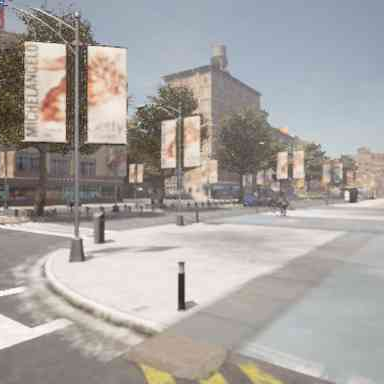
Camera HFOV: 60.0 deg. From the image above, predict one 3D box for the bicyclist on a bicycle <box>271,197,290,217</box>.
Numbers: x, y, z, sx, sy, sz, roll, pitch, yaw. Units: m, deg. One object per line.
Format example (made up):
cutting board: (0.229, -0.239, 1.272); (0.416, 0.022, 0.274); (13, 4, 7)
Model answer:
bicyclist on a bicycle: (7.352, 1.278, 27.778); (1.656, 1.620, 0.582); (0, 0, 35)

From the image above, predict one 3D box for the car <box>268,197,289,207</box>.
car: (12.708, 1.485, 48.966); (1.812, 1.442, 4.674); (0, 0, 36)

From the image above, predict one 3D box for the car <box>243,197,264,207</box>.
car: (9.250, 1.476, 50.160); (1.812, 1.442, 4.674); (0, 0, 35)
